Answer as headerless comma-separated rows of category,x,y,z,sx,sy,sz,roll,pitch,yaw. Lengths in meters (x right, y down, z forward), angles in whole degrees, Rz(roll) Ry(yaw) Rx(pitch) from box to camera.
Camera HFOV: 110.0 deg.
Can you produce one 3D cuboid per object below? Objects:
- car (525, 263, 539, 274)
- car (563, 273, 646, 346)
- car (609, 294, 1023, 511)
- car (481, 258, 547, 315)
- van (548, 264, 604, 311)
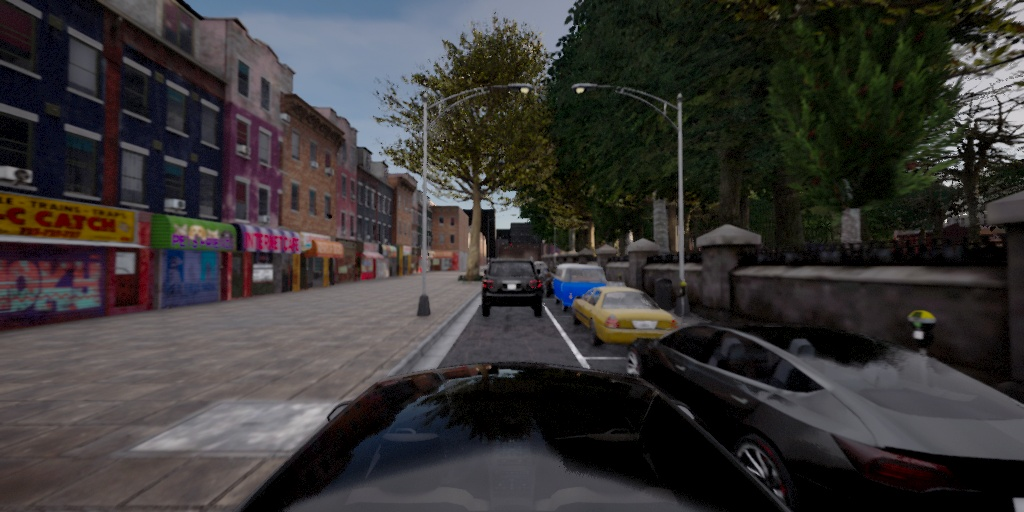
car,2.991,1.838,53.817,1.882,1.535,5.008,0,-1,0
car,2.636,1.357,9.456,1.751,1.417,4.829,0,0,0
car,2.639,1.339,3.837,1.948,1.339,4.313,0,0,0
car,0.007,1.113,14.427,2.150,2.045,5.566,0,0,0
van,2.634,1.232,14.735,1.690,1.789,3.998,0,0,0
